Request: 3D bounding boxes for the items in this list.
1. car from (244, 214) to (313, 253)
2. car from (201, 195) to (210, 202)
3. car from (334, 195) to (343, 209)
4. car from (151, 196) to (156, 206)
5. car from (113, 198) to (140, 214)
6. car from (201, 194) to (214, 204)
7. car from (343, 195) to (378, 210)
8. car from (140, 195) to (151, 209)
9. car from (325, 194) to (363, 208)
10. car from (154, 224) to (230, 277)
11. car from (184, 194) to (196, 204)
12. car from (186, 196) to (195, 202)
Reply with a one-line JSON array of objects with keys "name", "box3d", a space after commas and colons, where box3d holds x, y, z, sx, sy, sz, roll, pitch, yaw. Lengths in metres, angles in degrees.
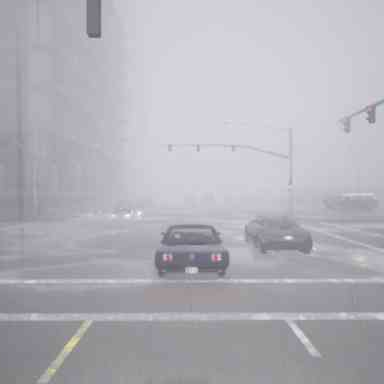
[{"name": "car", "box3d": [3.436, 1.620, 13.916, 1.994, 1.385, 4.181, 0, 0, -1]}, {"name": "car", "box3d": [3.144, 1.537, 76.072, 1.812, 1.442, 4.674, 0, 0, 0]}, {"name": "car", "box3d": [24.965, 1.516, 51.908, 3.905, 1.438, 1.784, 0, 0, 0]}, {"name": "car", "box3d": [-7.370, 1.466, 56.211, 2.097, 1.767, 4.553, 0, 0, 0]}, {"name": "car", "box3d": [-7.434, 1.581, 37.094, 1.837, 1.490, 4.892, 0, 0, 0]}, {"name": "car", "box3d": [3.147, 1.351, 65.681, 2.150, 2.045, 5.566, 0, 0, 0]}, {"name": "car", "box3d": [24.945, 1.542, 49.013, 3.806, 1.475, 1.970, 0, 0, 0]}, {"name": "car", "box3d": [-7.431, 1.586, 46.447, 2.128, 1.511, 4.902, 0, 0, 0]}, {"name": "car", "box3d": [24.933, 1.311, 54.592, 4.605, 1.855, 1.932, 0, 0, 0]}, {"name": "car", "box3d": [-0.022, 1.645, 10.408, 1.895, 1.301, 4.718, 0, 0, -1]}, {"name": "car", "box3d": [-0.353, 1.352, 65.680, 2.150, 2.045, 5.566, 0, 0, 0]}, {"name": "car", "box3d": [-0.356, 1.609, 76.101, 1.895, 1.301, 4.718, 0, 0, 0]}]
